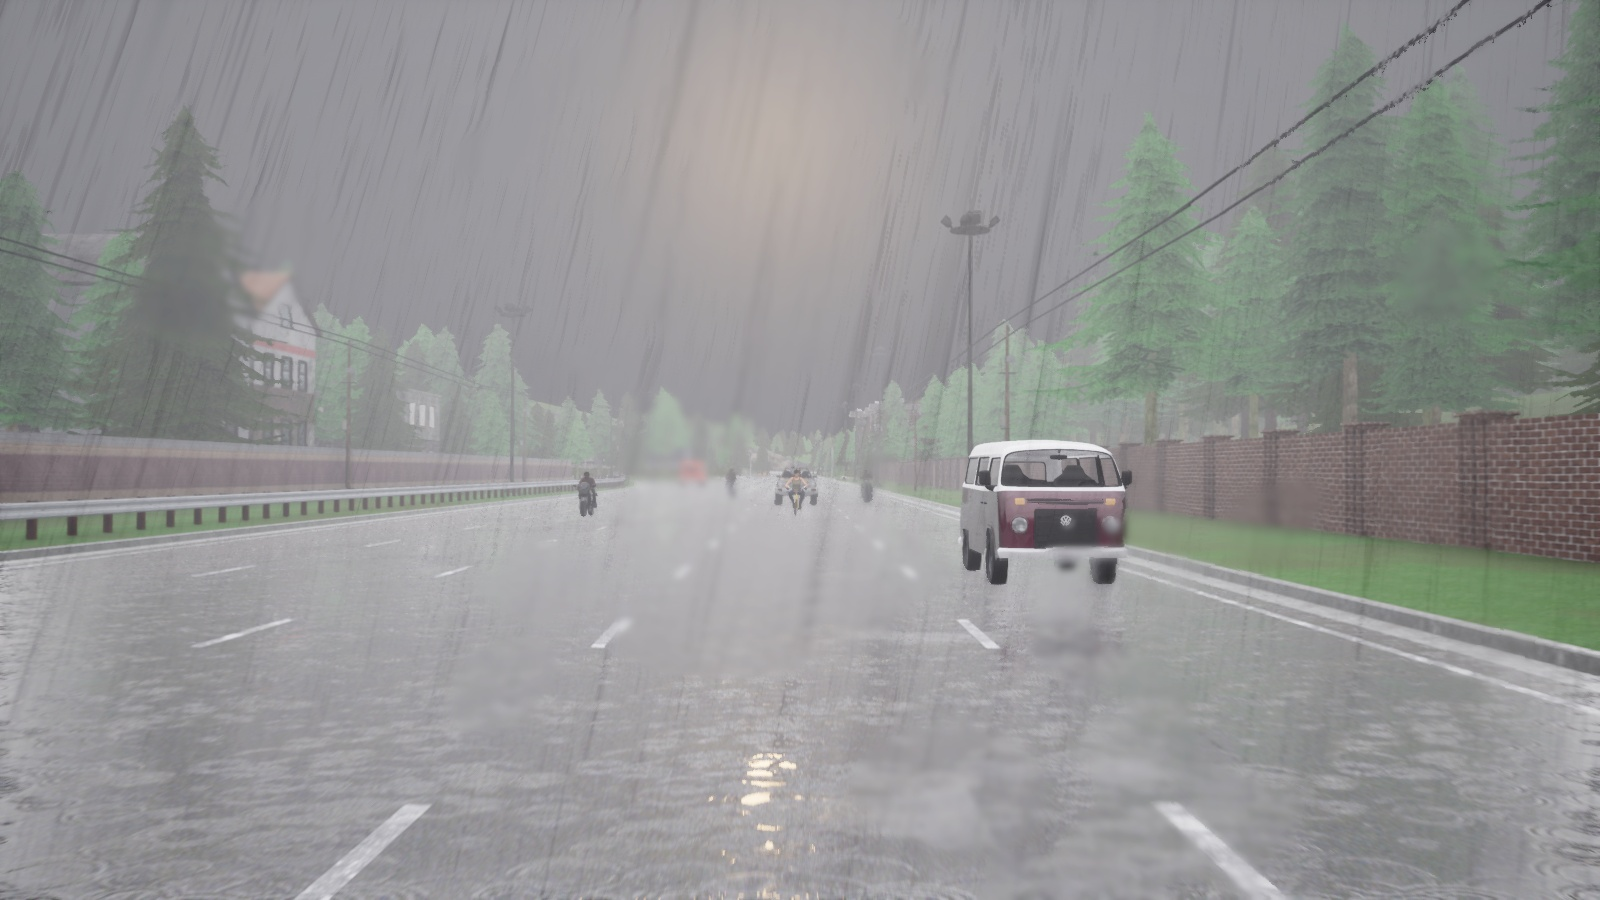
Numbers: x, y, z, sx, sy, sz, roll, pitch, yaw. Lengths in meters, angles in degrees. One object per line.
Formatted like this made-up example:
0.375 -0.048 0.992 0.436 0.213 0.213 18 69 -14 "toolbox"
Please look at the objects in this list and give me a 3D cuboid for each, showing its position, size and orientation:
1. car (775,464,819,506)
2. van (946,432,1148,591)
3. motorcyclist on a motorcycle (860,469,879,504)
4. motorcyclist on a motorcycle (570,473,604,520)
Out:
-0.143 1.605 58.095 1.932 1.855 4.605 0 -1 0 "car"
3.454 0.833 18.466 2.069 2.038 4.480 0 -1 0 "van"
3.354 1.769 60.791 0.766 1.649 2.350 0 -1 0 "motorcyclist on a motorcycle"
-7.101 1.528 41.962 0.797 1.523 2.044 0 -1 0 "motorcyclist on a motorcycle"
